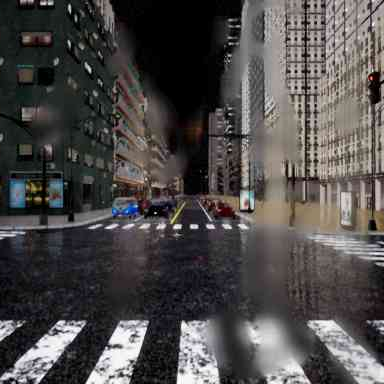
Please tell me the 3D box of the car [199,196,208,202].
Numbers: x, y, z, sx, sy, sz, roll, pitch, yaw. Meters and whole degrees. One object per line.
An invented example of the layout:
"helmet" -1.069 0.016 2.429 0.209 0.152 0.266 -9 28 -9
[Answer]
"car" 2.708 1.620 78.150 1.802 1.307 4.206 0 0 0

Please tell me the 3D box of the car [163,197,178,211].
"car" -3.094 1.609 39.707 1.895 1.301 4.718 0 0 0

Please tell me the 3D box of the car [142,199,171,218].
"car" -3.115 1.569 29.591 1.994 1.385 4.181 0 0 -2

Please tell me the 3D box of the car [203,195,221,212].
"car" 2.704 1.449 39.458 1.967 1.590 4.097 0 0 0

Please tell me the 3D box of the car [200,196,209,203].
"car" 2.708 1.577 72.623 1.887 1.381 4.507 0 0 0

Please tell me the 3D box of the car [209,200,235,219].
"car" 2.702 1.586 28.402 1.802 1.307 4.206 0 0 0

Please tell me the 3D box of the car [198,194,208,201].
"car" 2.711 1.359 83.678 2.192 1.841 5.009 0 0 0

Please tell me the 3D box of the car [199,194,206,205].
"car" 2.706 1.458 56.040 1.967 1.590 4.097 0 0 0

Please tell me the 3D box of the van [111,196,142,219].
"van" -5.677 1.346 28.404 1.690 1.788 3.998 0 0 0

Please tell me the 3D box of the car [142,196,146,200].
"car" -5.676 1.321 33.932 2.192 1.841 5.009 0 0 0

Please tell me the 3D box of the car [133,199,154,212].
"car" -5.677 1.553 39.460 1.887 1.381 4.507 0 0 0

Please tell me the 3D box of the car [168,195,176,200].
"car" -5.670 1.623 94.735 1.947 1.339 4.313 0 0 0
